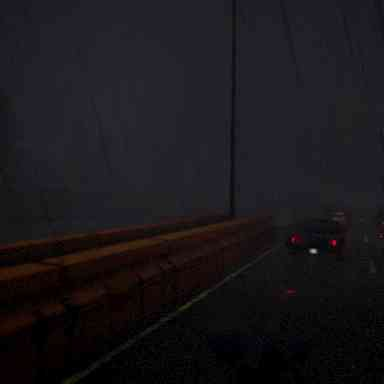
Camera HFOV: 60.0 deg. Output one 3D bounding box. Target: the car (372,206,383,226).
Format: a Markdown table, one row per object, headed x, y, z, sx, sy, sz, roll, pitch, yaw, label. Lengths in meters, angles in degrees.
| x | y | z | sx | sy | sz | roll | pitch | yaw | label |
| --- | --- | --- | --- | --- | --- | --- | --- | --- | --- |
| 14.998 | 1.784 | 25.350 | 1.837 | 1.490 | 4.892 | 0 | 0 | 27 | car |

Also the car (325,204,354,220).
| x | y | z | sx | sy | sz | roll | pitch | yaw | label |
| --- | --- | --- | --- | --- | --- | --- | --- | --- | --- |
| 11.859 | 1.763 | 26.899 | 1.837 | 1.490 | 4.892 | 0 | 0 | 27 | car |

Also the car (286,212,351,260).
| x | y | z | sx | sy | sz | roll | pitch | yaw | label |
| --- | --- | --- | --- | --- | --- | --- | --- | --- | --- |
| 5.104 | 1.719 | 13.224 | 1.895 | 1.301 | 4.718 | 0 | 0 | 27 | car |
